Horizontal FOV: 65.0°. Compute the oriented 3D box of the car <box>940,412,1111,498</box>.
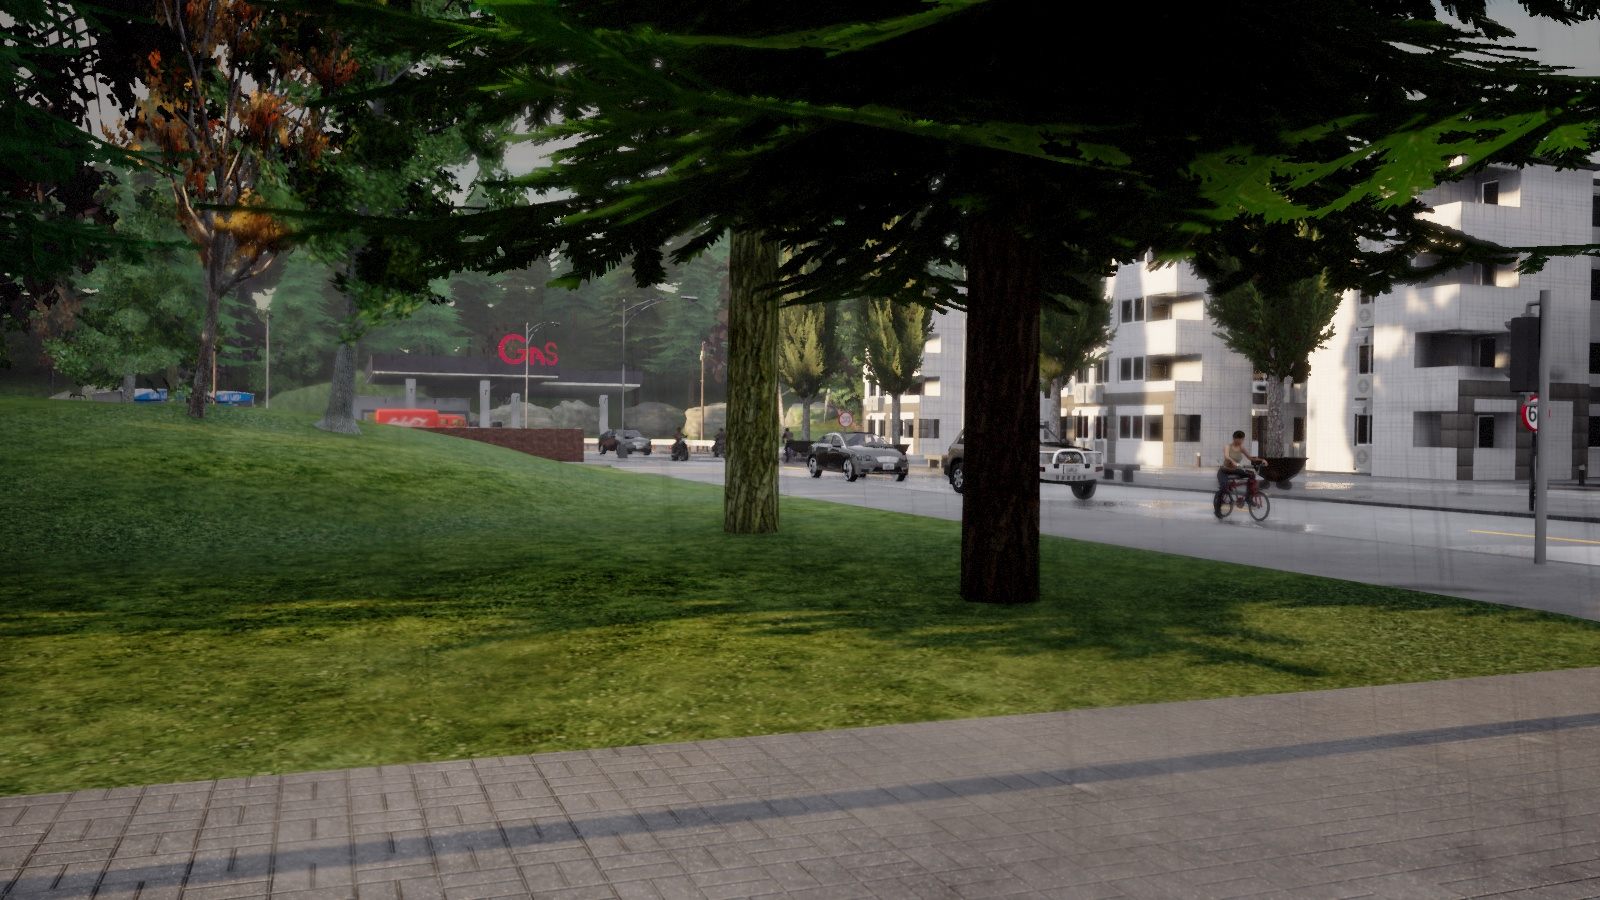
[{"bbox_3d":[5.250,0.071,29.922,1.932,1.855,4.605,-1,1,-21],"label":"car"}]

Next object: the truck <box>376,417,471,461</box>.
[{"bbox_3d":[-22.364,-0.661,74.644,5.204,2.467,2.627,-1,1,-21],"label":"truck"}]

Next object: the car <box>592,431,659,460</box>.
[{"bbox_3d":[-9.645,-0.267,69.157,2.128,1.511,4.902,-1,1,-27],"label":"car"}]

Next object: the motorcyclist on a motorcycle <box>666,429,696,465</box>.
[{"bbox_3d":[-5.554,-0.143,58.456,0.766,1.649,2.350,-1,1,-21],"label":"motorcyclist on a motorcycle"}]

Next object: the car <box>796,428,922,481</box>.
[{"bbox_3d":[1.742,0.098,39.186,2.128,1.511,4.902,-1,1,-21],"label":"car"}]

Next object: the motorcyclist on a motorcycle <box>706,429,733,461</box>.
[{"bbox_3d":[-4.256,-0.284,66.317,0.766,1.649,2.350,-1,1,-21],"label":"motorcyclist on a motorcycle"}]

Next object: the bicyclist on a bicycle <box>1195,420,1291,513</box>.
[{"bbox_3d":[8.000,0.278,22.736,0.866,1.612,1.509,-1,1,-20],"label":"bicyclist on a bicycle"}]
